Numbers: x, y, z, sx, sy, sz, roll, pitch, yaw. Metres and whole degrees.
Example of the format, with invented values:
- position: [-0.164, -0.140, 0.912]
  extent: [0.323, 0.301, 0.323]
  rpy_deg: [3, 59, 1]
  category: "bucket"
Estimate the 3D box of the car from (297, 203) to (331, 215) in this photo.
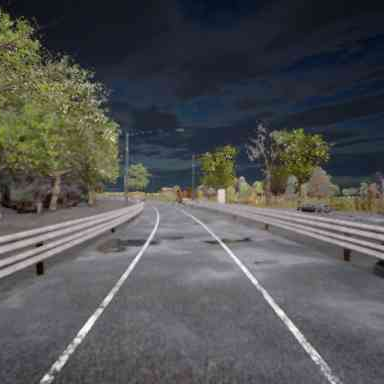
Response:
- position: [16.004, 2.166, 43.888]
  extent: [2.128, 1.511, 4.902]
  rpy_deg: [0, 0, -25]
  category: "car"

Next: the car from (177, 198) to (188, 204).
- position: [-2.092, 2.343, 83.363]
  extent: [1.882, 1.535, 5.008]
  rpy_deg: [0, 0, -25]
  category: "car"
